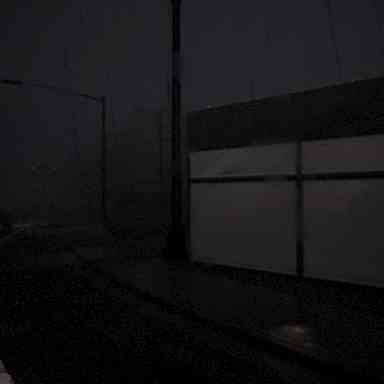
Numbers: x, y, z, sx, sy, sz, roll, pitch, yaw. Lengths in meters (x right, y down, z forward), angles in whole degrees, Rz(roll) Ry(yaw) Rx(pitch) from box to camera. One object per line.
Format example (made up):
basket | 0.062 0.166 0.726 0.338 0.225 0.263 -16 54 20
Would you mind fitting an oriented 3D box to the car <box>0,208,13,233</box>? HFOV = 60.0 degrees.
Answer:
car | -12.521 1.695 20.680 1.837 1.490 4.892 0 -1 -19
